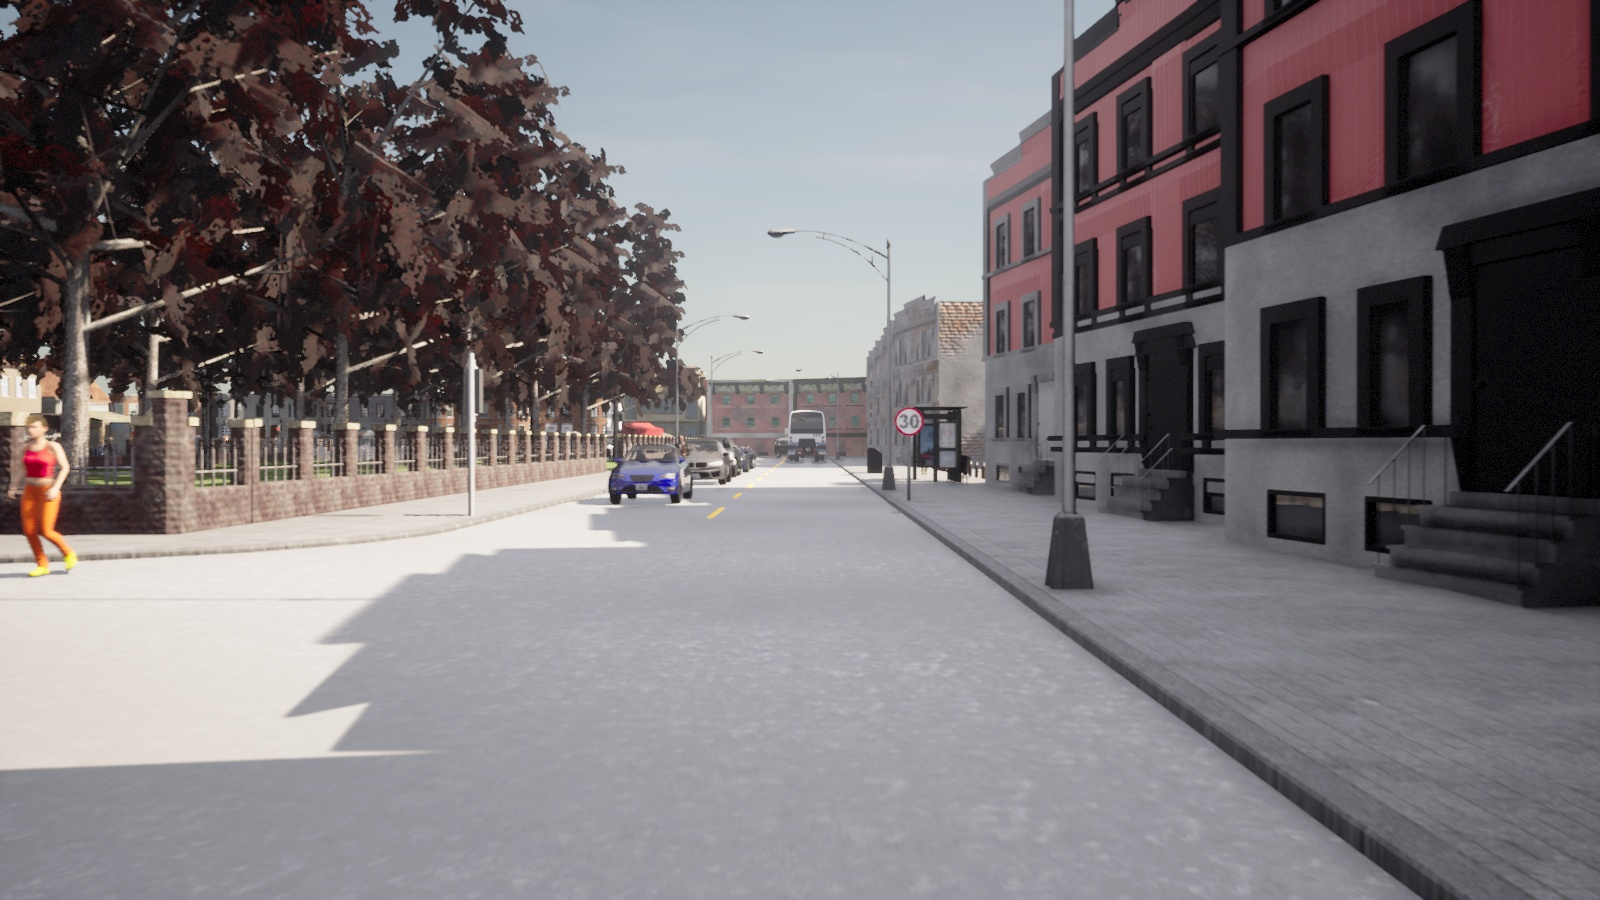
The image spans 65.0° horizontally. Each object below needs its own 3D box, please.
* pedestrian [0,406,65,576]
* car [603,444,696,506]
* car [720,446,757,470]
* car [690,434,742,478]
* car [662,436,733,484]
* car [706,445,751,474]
[{"bbox_3d":[-8.450,0.441,13.837,0.345,1.836,0.594,0,0,0],"label":"pedestrian"},{"bbox_3d":[-3.790,0.582,32.204,1.816,1.474,4.193,0,0,1],"label":"car"},{"bbox_3d":[-3.568,0.445,73.513,1.895,1.301,4.718,0,0,0],"label":"car"},{"bbox_3d":[-3.669,0.260,55.437,1.932,1.855,4.605,0,0,1],"label":"car"},{"bbox_3d":[-3.719,0.336,46.407,2.242,1.667,4.611,0,0,0],"label":"car"},{"bbox_3d":[-3.613,0.458,64.313,1.994,1.385,4.181,0,0,1],"label":"car"}]
